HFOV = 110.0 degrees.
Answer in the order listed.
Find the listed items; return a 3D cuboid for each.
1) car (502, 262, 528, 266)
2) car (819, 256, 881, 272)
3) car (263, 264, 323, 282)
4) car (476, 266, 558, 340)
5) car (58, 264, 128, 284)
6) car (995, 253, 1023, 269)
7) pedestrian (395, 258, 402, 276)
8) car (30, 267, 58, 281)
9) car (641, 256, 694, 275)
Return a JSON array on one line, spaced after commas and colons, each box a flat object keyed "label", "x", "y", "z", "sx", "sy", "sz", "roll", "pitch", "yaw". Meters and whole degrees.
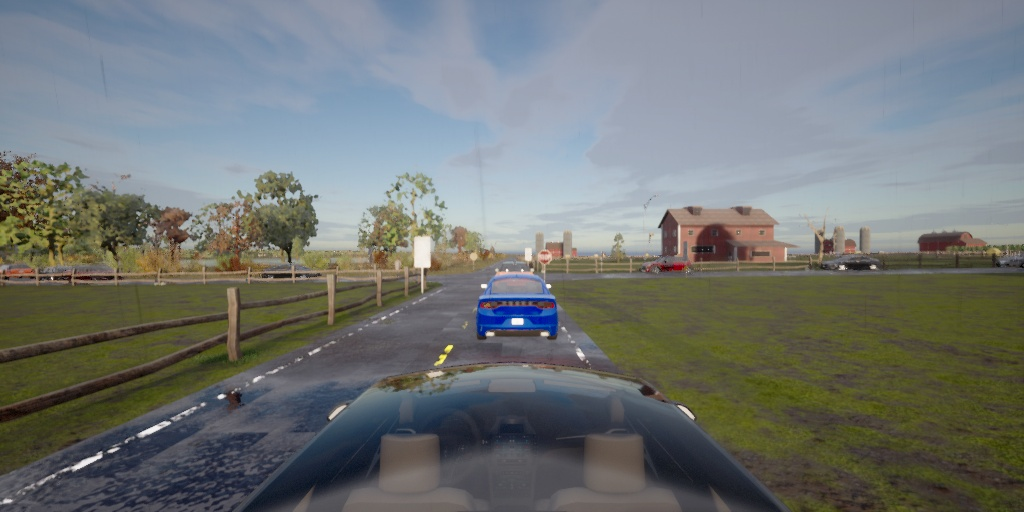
[{"label": "car", "x": 0.142, "y": 1.087, "z": 19.303, "sx": 2.097, "sy": 1.767, "sz": 4.553, "roll": 0, "pitch": 0, "yaw": 0}, {"label": "car", "x": 32.394, "y": 0.727, "z": 34.402, "sx": 4.892, "sy": 1.490, "sz": 1.837, "roll": -1, "pitch": 0, "yaw": 1}, {"label": "car", "x": -19.495, "y": 1.496, "z": 32.010, "sx": 4.892, "sy": 1.490, "sz": 1.837, "roll": -1, "pitch": 1, "yaw": 1}, {"label": "car", "x": 0.120, "y": 1.221, "z": 9.979, "sx": 1.882, "sy": 1.535, "sz": 5.008, "roll": 0, "pitch": 0, "yaw": 0}, {"label": "car", "x": -38.043, "y": 1.593, "z": 32.831, "sx": 4.553, "sy": 1.767, "sz": 2.097, "roll": -1, "pitch": 0, "yaw": 8}, {"label": "car", "x": 49.233, "y": 0.408, "z": 34.136, "sx": 4.902, "sy": 1.511, "sz": 2.128, "roll": -1, "pitch": 1, "yaw": 1}, {"label": "pedestrian", "x": -12.074, "y": 1.138, "z": 37.882, "sx": 0.375, "sy": 1.860, "sz": 0.375, "roll": 0, "pitch": 1, "yaw": 1}, {"label": "car", "x": -47.844, "y": 1.848, "z": 37.794, "sx": 4.892, "sy": 1.490, "sz": 1.837, "roll": -1, "pitch": 0, "yaw": 19}, {"label": "car", "x": 14.874, "y": 0.834, "z": 34.584, "sx": 4.553, "sy": 1.767, "sz": 2.097, "roll": -1, "pitch": 1, "yaw": 1}]
